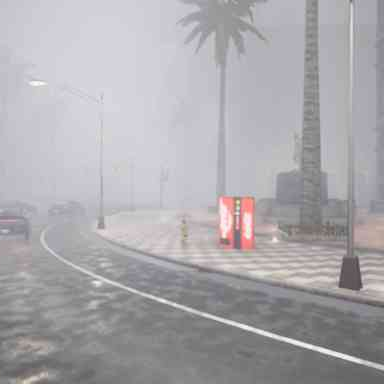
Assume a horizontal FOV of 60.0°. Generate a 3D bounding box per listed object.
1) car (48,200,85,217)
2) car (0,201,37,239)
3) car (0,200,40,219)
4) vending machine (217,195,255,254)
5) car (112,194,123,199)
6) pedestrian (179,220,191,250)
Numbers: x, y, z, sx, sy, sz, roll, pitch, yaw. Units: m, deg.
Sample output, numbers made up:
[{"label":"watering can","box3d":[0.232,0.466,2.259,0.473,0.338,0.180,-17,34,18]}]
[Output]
[{"label":"car","box3d":[-10.912,1.402,29.162,1.812,1.442,4.674,0,0,1]},{"label":"car","box3d":[-8.852,1.412,16.239,2.128,1.511,4.902,0,0,-24]},{"label":"car","box3d":[-15.107,1.424,28.537,1.994,1.385,4.181,0,0,4]},{"label":"vending machine","box3d":[1.664,1.169,12.515,1.100,2.100,0.880,0,0,-42]},{"label":"car","box3d":[-20.076,1.187,89.990,2.161,1.482,4.786,0,0,4]},{"label":"pedestrian","box3d":[-0.249,1.489,11.924,0.500,1.100,0.500,0,0,-41]}]
